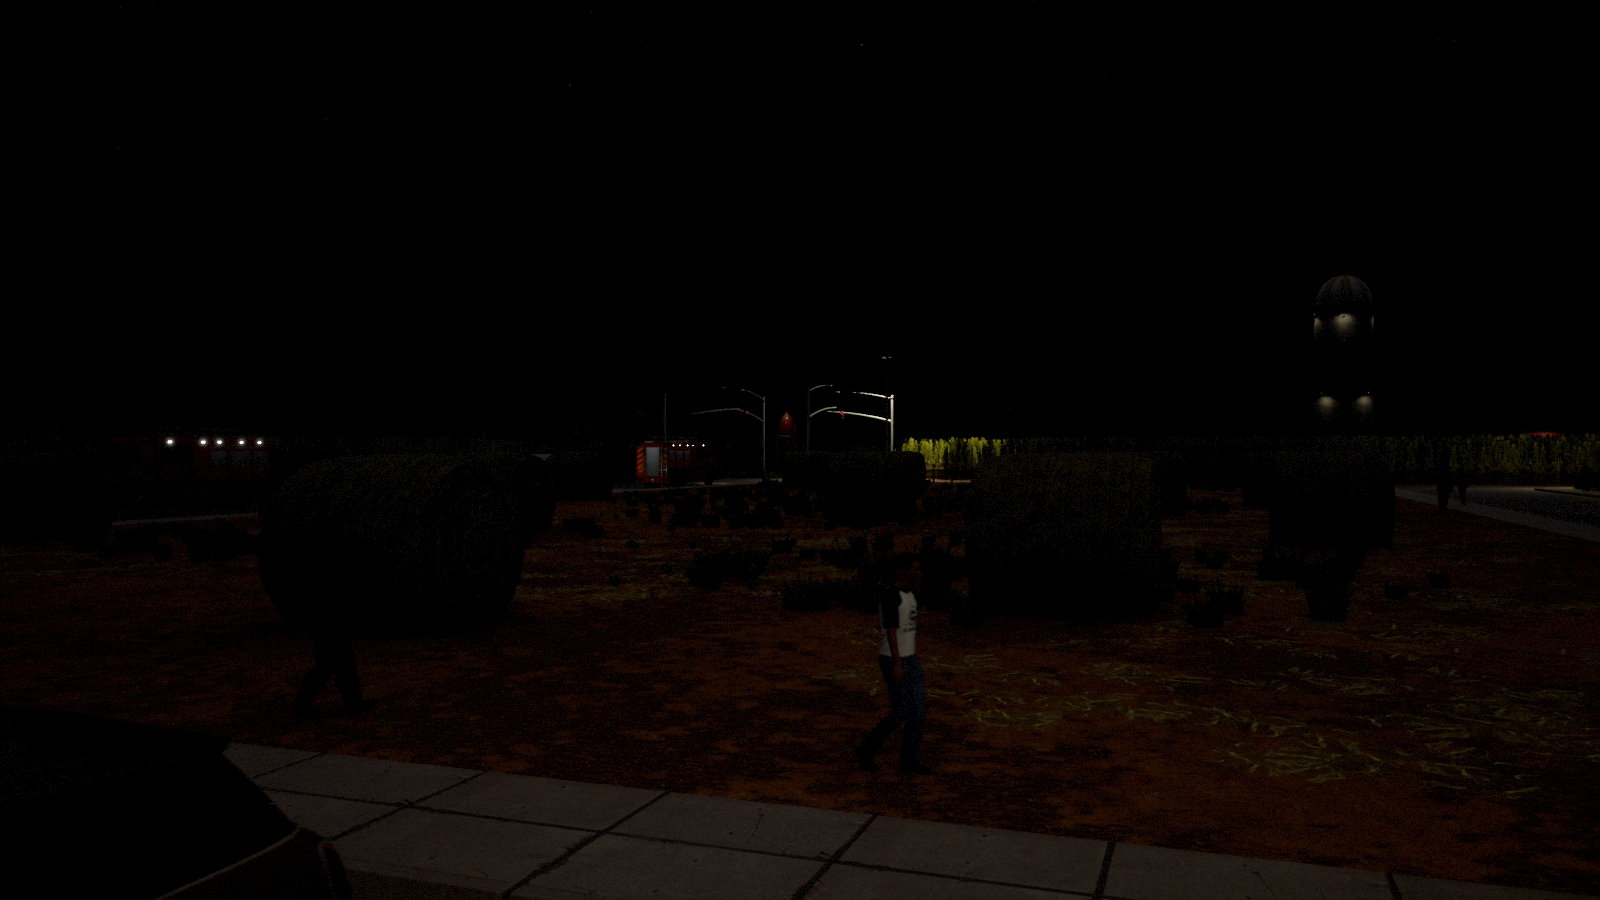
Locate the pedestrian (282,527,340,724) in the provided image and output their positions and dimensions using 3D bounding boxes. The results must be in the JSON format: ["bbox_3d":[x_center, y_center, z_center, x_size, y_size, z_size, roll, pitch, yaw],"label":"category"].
[{"bbox_3d":[-4.761,1.691,11.132,0.375,1.860,0.375,0,0,9],"label":"pedestrian"}]

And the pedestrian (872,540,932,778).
[{"bbox_3d":[0.835,1.684,9.345,0.375,1.860,0.375,0,0,28],"label":"pedestrian"}]

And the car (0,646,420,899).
[{"bbox_3d":[-4.179,1.909,4.853,4.553,1.767,2.097,0,0,20],"label":"car"}]
